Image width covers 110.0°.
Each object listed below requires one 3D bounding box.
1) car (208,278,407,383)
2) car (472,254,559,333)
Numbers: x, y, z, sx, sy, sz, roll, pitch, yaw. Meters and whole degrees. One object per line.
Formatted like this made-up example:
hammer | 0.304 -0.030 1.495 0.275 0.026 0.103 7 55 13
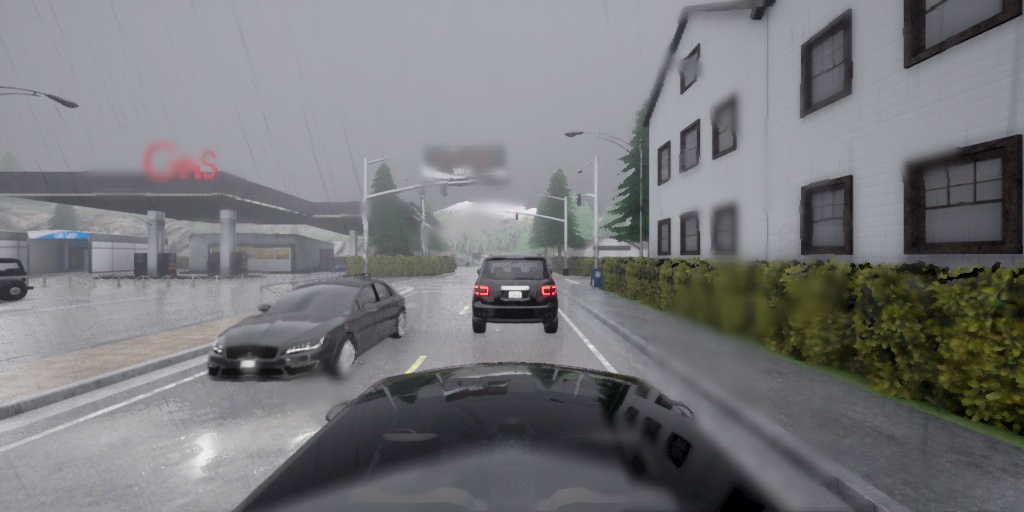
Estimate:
car | -3.585 1.257 7.330 1.837 1.490 4.892 0 0 0
car | 0.085 0.971 10.829 2.150 2.045 5.566 0 0 0
